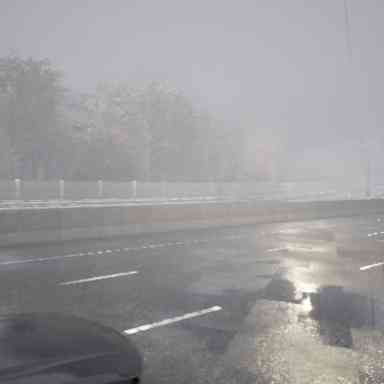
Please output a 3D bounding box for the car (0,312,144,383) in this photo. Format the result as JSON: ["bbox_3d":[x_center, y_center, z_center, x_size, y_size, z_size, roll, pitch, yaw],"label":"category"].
[{"bbox_3d":[-2.650,1.487,1.851,5.008,1.535,1.882,-1,0,-35],"label":"car"}]
